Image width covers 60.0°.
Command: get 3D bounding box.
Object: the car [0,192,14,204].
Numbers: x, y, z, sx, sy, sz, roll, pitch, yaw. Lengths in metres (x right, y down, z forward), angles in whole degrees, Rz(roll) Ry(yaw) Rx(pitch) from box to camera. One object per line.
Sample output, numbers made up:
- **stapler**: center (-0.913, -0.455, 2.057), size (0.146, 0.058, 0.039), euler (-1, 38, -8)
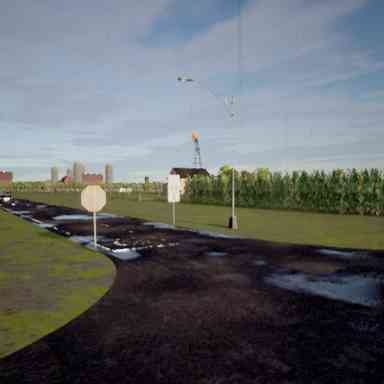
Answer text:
- **car**: center (-25.444, 0.753, 45.159), size (2.128, 1.511, 4.902), euler (-1, 1, -36)
